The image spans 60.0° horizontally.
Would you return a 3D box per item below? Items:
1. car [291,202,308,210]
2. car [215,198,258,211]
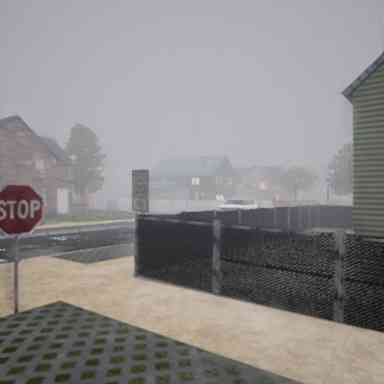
[{"bbox_3d":[14.992,2.208,46.161,2.128,1.511,4.902,0,-1,36],"label":"car"},{"bbox_3d":[4.343,1.567,31.556,2.150,2.045,5.566,0,-1,36],"label":"car"}]
